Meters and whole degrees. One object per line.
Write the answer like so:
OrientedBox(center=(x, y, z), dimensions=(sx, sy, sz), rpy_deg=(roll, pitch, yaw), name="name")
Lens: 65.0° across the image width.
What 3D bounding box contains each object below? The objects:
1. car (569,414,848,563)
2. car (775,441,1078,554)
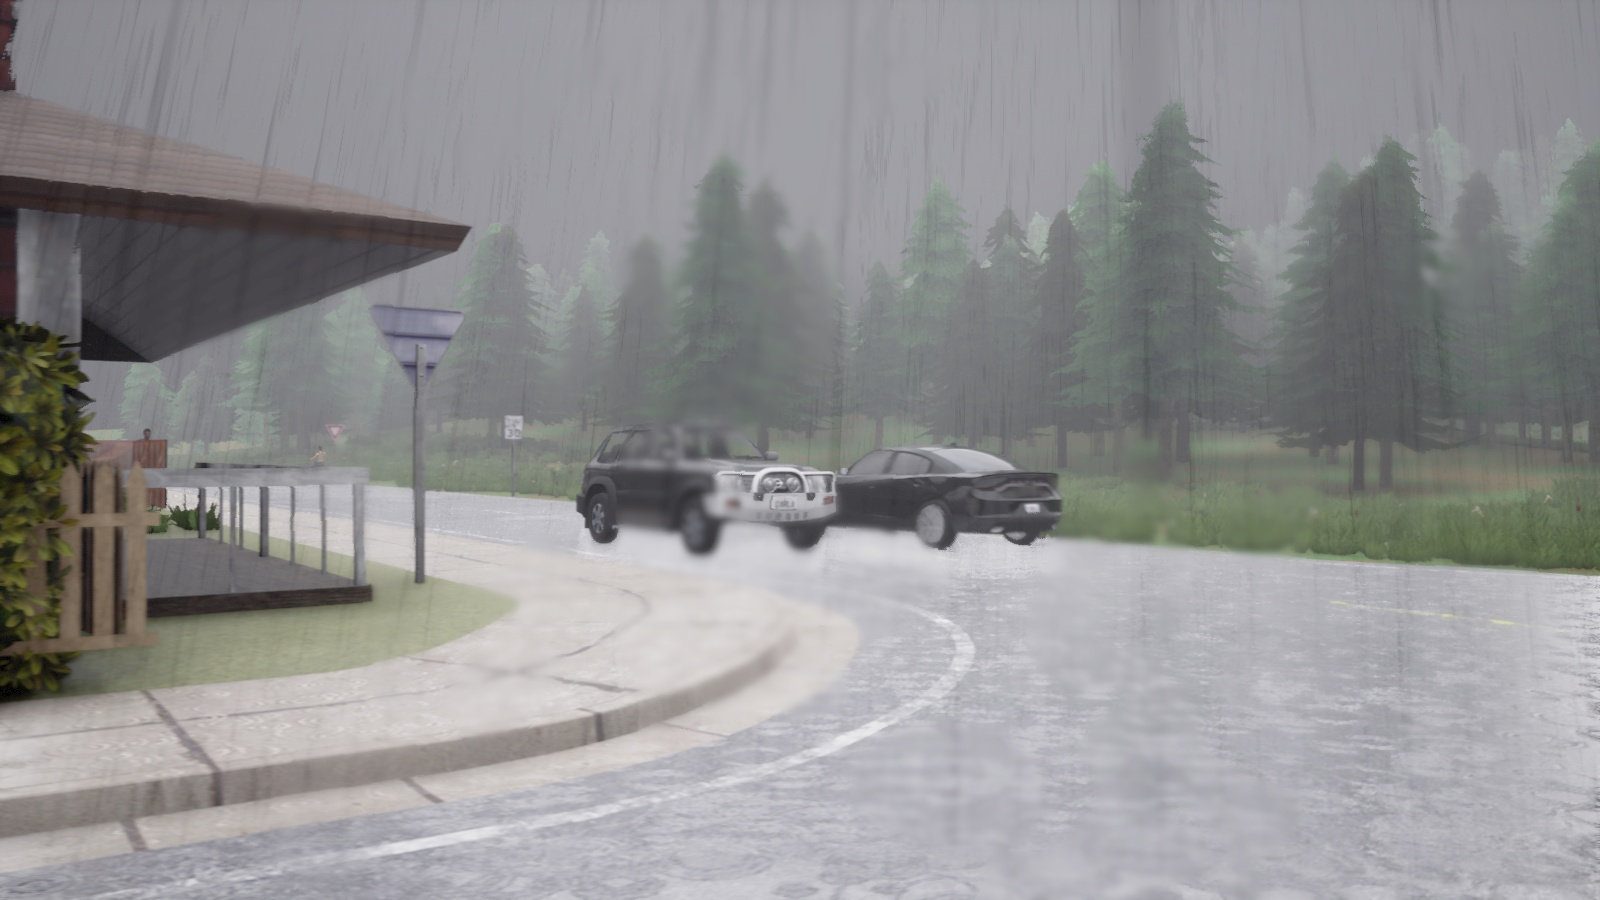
OrientedBox(center=(-1.461, 0.486, 18.056), dimensions=(1.932, 1.855, 4.605), rpy_deg=(0, 0, -35), name="car")
OrientedBox(center=(1.789, 0.650, 19.555), dimensions=(1.882, 1.535, 5.008), rpy_deg=(0, 0, -35), name="car")
